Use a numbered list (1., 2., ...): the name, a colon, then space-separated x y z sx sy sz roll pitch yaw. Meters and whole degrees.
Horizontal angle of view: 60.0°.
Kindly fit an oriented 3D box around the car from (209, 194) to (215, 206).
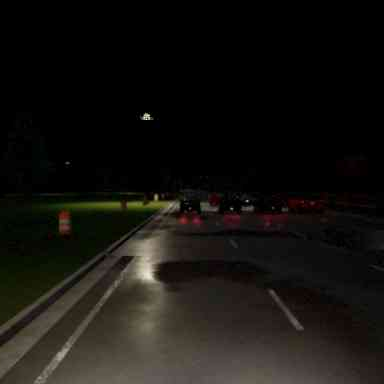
1. car: 3.247 0.958 43.297 1.882 1.535 5.008 0 1 0

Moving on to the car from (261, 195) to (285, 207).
1. car: 10.244 1.073 42.506 1.895 1.301 4.718 0 1 0

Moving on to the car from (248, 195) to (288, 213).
1. car: 6.857 1.113 30.594 2.128 1.511 4.902 0 1 0

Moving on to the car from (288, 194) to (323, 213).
1. car: 10.357 0.960 30.769 2.097 1.767 4.553 0 1 0

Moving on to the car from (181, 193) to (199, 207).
1. car: -0.254 0.989 42.783 2.128 1.511 4.902 0 1 0

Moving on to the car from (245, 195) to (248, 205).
1. car: 6.749 1.043 42.698 1.994 1.385 4.181 0 1 0

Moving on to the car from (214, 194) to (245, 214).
1. car: 3.357 1.137 30.521 1.837 1.490 4.892 0 1 0

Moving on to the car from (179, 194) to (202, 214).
1. car: -0.143 1.133 30.477 2.128 1.511 4.902 0 1 0
